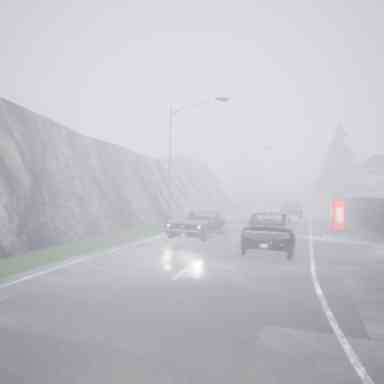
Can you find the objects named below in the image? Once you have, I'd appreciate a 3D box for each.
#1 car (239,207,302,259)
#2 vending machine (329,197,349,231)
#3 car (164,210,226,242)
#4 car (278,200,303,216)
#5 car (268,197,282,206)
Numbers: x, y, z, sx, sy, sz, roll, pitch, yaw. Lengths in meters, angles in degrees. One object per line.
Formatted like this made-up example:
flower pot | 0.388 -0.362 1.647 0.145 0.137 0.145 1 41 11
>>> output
car | 3.099 1.560 13.124 2.128 1.511 4.902 1 0 18
vending machine | 9.593 1.416 21.768 1.100 2.100 0.880 1 0 19
car | 0.316 1.601 16.713 1.895 1.301 4.718 1 0 19
car | 9.903 1.575 33.004 2.097 1.767 4.553 1 0 19
car | 13.838 1.558 55.262 1.895 1.301 4.718 1 0 19
